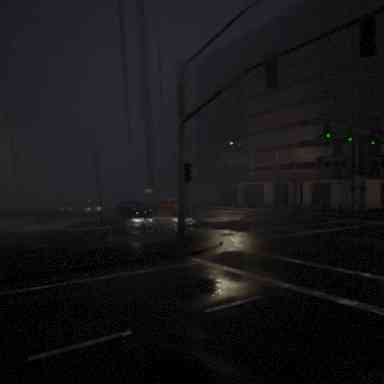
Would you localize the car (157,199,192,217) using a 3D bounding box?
[{"bbox_3d":[-1.955,1.445,31.671,1.882,1.535,5.008,0,0,-35],"label":"car"}]

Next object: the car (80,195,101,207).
[{"bbox_3d":[-15.684,1.317,51.171,2.097,1.767,4.553,0,0,-35],"label":"car"}]

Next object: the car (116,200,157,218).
[{"bbox_3d":[-5.407,1.490,30.492,1.837,1.490,4.892,0,0,-35],"label":"car"}]

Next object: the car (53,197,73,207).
[{"bbox_3d":[-19.856,1.531,51.047,2.033,1.411,5.357,0,0,-35],"label":"car"}]
